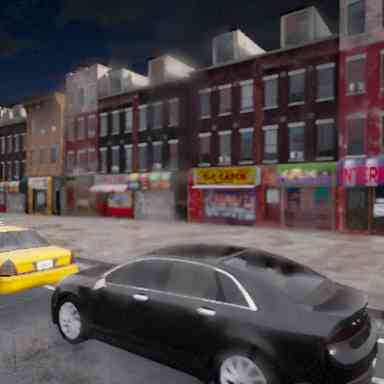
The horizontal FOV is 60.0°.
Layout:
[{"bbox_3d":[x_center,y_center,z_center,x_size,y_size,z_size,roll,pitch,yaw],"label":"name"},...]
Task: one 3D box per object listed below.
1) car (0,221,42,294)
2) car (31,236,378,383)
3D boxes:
[{"bbox_3d":[-5.146,1.513,8.439,5.366,1.575,1.801,0,0,36],"label":"car"},{"bbox_3d":[-0.110,1.523,4.838,4.892,1.490,1.837,0,0,36],"label":"car"}]
